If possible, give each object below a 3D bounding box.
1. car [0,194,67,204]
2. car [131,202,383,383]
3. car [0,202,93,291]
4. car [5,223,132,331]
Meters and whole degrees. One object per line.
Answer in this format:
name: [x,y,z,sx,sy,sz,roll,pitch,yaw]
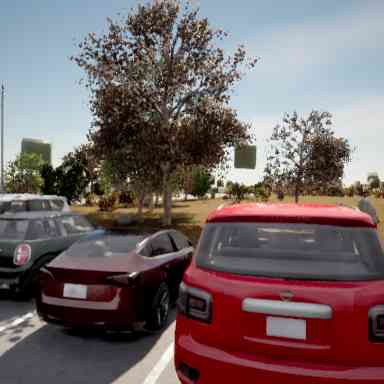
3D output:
car: [-5.893,1.116,10.198,2.435,2.045,5.566,1,0,15]
car: [1.419,1.181,5.136,2.435,2.045,5.566,0,-1,15]
car: [-3.458,1.273,8.500,2.185,1.767,4.553,1,0,15]
car: [-1.013,1.451,6.851,2.163,1.488,4.792,0,-1,15]
